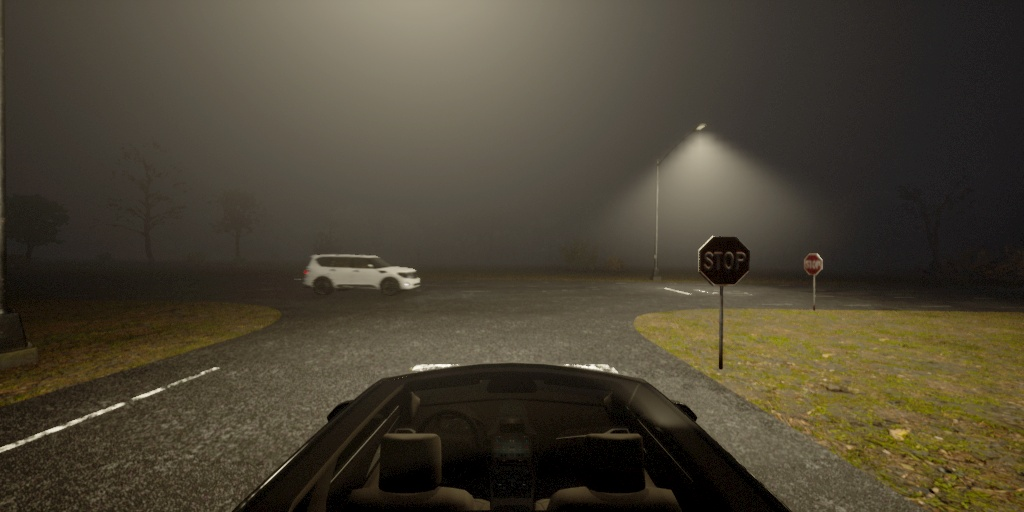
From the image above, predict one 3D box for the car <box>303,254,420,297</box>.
[{"bbox_3d":[-7.664,0.938,18.453,5.566,2.045,2.150,0,0,0],"label":"car"}]
